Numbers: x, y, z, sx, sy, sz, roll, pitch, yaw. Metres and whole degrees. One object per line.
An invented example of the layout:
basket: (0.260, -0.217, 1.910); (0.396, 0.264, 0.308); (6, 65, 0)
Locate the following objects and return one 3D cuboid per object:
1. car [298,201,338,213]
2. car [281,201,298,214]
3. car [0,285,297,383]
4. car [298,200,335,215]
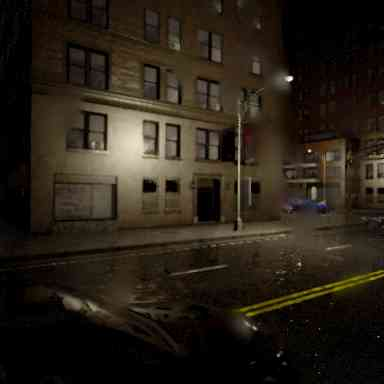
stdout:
car: (15.884, 1.799, 42.135); (1.947, 1.339, 4.313); (1, 0, -35)
car: (9.335, 1.595, 37.500); (1.967, 1.590, 4.097); (1, 0, -35)
car: (-1.182, 1.528, 2.594); (4.674, 1.442, 1.812); (1, 0, -36)
car: (12.798, 1.658, 36.996); (1.882, 1.535, 5.008); (1, 0, -35)
